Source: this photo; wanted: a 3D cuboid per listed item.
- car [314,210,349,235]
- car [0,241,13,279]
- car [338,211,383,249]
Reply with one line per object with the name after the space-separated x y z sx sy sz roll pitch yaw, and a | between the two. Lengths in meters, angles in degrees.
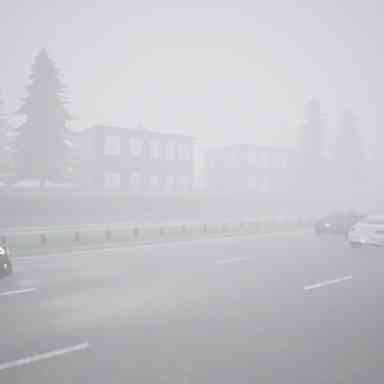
8.719 1.713 18.545 4.181 1.385 1.994 1 0 -35 | car
-6.679 1.337 7.583 4.553 1.767 2.097 1 0 -35 | car
8.420 1.652 14.052 4.674 1.442 1.812 1 0 -36 | car
